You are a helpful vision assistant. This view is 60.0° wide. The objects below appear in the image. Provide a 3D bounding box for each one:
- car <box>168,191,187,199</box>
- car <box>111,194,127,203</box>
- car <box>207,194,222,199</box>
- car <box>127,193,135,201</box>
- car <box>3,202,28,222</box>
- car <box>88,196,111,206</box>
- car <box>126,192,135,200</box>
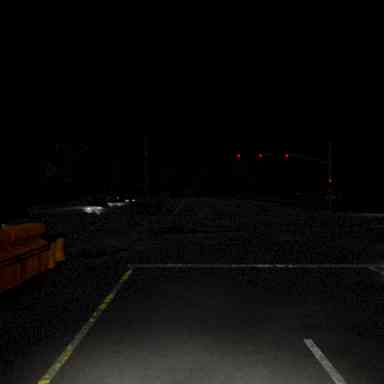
[{"bbox_3d":[-4.255,0.822,95.251,2.150,2.045,5.566,0,0,-22],"label":"car"},{"bbox_3d":[-14.042,1.102,61.805,2.097,1.767,4.553,0,0,0],"label":"car"},{"bbox_3d":[6.915,1.145,94.695,2.033,1.411,5.357,0,0,-18],"label":"car"},{"bbox_3d":[-14.053,1.203,72.641,1.837,1.490,4.892,0,0,-3],"label":"car"},{"bbox_3d":[-14.094,1.479,24.888,1.994,1.385,4.181,0,0,0],"label":"car"},{"bbox_3d":[-14.082,1.404,49.814,1.895,1.301,4.718,0,0,0],"label":"car"},{"bbox_3d":[-15.375,1.013,82.915,2.097,1.767,4.553,0,0,-10],"label":"car"}]
